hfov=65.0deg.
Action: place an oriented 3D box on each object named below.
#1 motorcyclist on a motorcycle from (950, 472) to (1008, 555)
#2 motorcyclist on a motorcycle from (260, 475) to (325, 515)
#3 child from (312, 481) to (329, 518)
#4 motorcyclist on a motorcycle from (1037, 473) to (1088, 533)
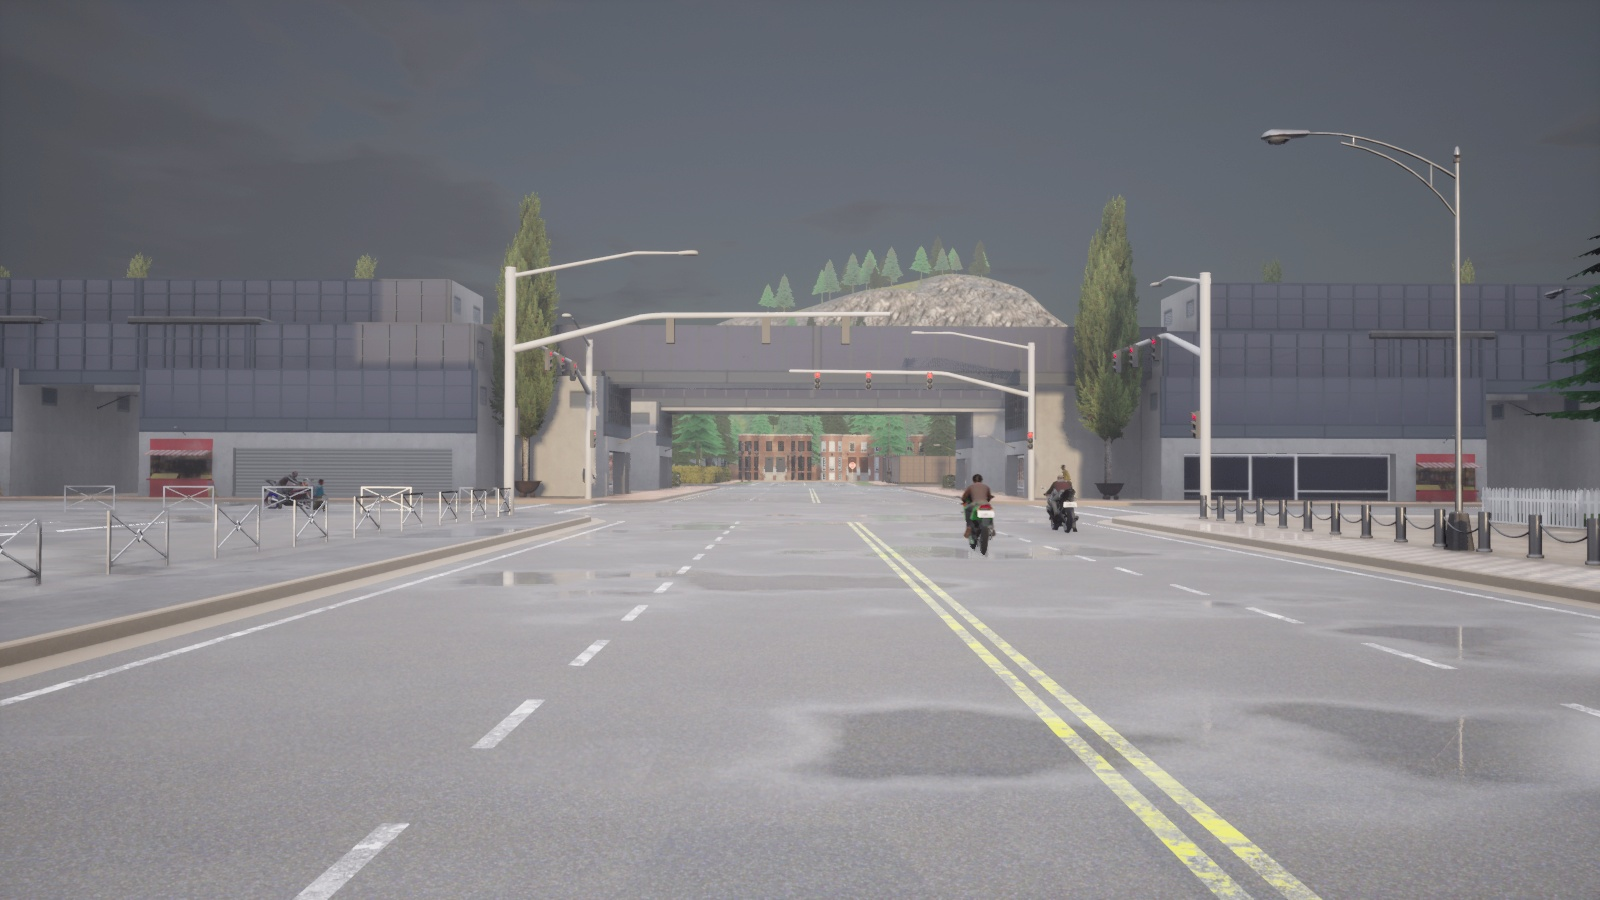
[{"bbox_3d":[3.421,1.187,24.133,0.797,1.523,2.044,0,-1,0],"label":"motorcyclist on a motorcycle"},{"bbox_3d":[-19.648,1.743,48.641,2.191,1.530,0.866,0,-1,1],"label":"motorcyclist on a motorcycle"},{"bbox_3d":[-15.472,1.594,40.515,0.448,1.192,0.343,0,-1,-10],"label":"child"},{"bbox_3d":[6.892,1.376,33.068,0.866,1.530,2.191,0,-1,0],"label":"motorcyclist on a motorcycle"}]
